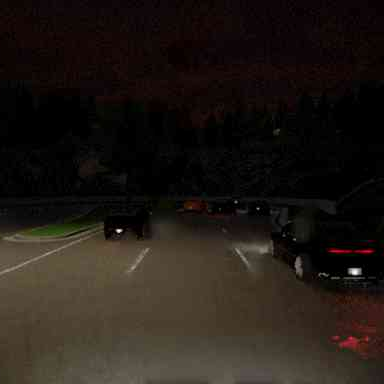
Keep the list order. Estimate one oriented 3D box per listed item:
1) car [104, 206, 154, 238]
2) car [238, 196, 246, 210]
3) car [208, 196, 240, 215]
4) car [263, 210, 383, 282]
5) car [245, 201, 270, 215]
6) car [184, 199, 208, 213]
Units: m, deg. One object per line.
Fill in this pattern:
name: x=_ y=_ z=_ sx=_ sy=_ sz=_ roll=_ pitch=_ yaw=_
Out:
car: x=-3.233 y=1.505 z=17.618 sx=1.837 sy=1.490 sz=4.892 roll=0 pitch=0 yaw=2
car: x=6.003 y=1.352 z=44.171 sx=2.097 sy=1.767 sz=4.553 roll=0 pitch=0 yaw=12
car: x=3.338 y=1.477 z=34.042 sx=1.882 sy=1.535 sz=5.008 roll=0 pitch=0 yaw=16
car: x=3.609 y=1.504 z=9.772 sx=1.837 sy=1.490 sz=4.892 roll=0 pitch=0 yaw=0
car: x=6.921 y=1.563 z=33.955 sx=1.994 sy=1.385 sz=4.181 roll=0 pitch=0 yaw=16
car: x=0.557 y=1.478 z=37.112 sx=1.882 sy=1.535 sz=5.008 roll=0 pitch=0 yaw=16
